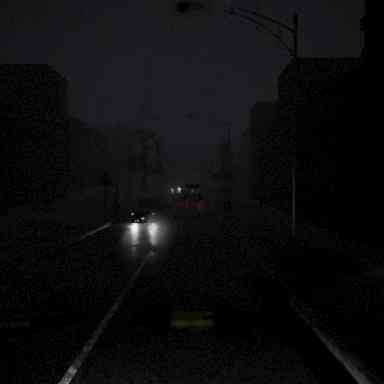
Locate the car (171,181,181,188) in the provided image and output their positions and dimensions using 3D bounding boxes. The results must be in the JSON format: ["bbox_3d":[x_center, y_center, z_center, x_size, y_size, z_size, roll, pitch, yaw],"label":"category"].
[{"bbox_3d":[-3.067,-1.436,65.064,1.994,1.385,4.181,0,4,0],"label":"car"}]

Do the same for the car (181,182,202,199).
[{"bbox_3d":[0.062,-0.264,42.490,2.150,2.045,5.566,0,4,0],"label":"car"}]

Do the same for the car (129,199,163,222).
[{"bbox_3d":[-3.124,1.191,23.772,2.033,1.411,5.357,0,2,0],"label":"car"}]
